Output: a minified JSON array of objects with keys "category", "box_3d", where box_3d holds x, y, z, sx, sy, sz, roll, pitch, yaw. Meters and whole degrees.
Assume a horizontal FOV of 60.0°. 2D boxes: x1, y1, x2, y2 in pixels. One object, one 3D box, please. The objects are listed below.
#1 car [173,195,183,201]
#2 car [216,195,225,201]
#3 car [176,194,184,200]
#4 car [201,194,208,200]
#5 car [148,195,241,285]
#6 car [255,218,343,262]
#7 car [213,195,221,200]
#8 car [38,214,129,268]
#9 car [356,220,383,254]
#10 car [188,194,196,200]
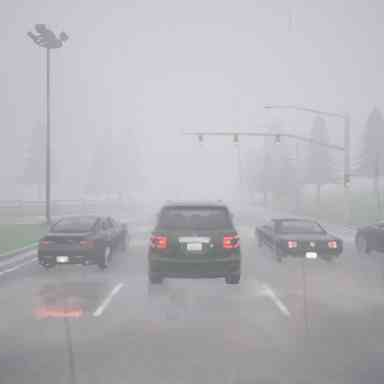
[{"category":"car","box_3d":[-3.457,1.570,83.019,2.033,1.411,5.357,0,0,0]},{"category":"car","box_3d":[7.043,1.582,83.397,1.994,1.385,4.181,0,0,0]},{"category":"car","box_3d":[-3.452,1.416,93.439,2.033,1.411,5.357,0,0,0]},{"category":"car","box_3d":[3.548,1.353,93.435,1.882,1.535,5.008,0,0,0]},{"category":"car","box_3d":[0.077,1.228,9.633,2.150,2.045,5.566,0,0,0]},{"category":"car","box_3d":[3.591,1.607,12.171,1.895,1.301,4.718,0,0,0]},{"category":"car","box_3d":[7.048,1.428,93.433,1.994,1.385,4.181,0,0,0]},{"category":"car","box_3d":[-3.414,1.512,11.228,1.837,1.490,4.892,0,0,0]},{"category":"car","box_3d":[7.083,1.498,10.624,2.128,1.511,4.902,0,0,0]},{"category":"car","box_3d":[0.048,1.401,93.437,2.128,1.511,4.902,0,0,0]}]
